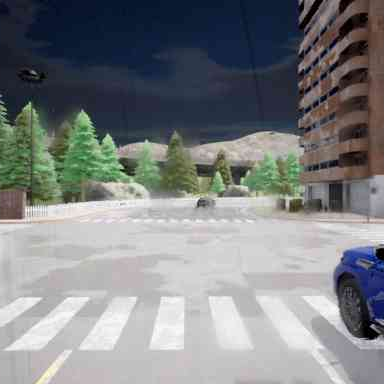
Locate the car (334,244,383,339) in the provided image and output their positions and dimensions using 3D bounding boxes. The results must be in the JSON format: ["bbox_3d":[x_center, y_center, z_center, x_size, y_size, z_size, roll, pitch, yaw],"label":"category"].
[{"bbox_3d":[3.589,1.241,3.543,2.150,2.045,5.566,0,0,0],"label":"car"}]

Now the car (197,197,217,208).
[{"bbox_3d":[2.115,1.509,47.168,1.837,1.490,4.892,-1,0,20],"label":"car"}]
